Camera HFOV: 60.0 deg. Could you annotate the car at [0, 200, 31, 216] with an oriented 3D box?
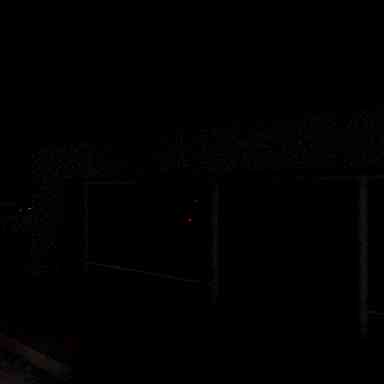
[{"bbox_3d":[-15.239,1.519,30.688,1.837,1.490,4.892,0,0,34],"label":"car"}]
